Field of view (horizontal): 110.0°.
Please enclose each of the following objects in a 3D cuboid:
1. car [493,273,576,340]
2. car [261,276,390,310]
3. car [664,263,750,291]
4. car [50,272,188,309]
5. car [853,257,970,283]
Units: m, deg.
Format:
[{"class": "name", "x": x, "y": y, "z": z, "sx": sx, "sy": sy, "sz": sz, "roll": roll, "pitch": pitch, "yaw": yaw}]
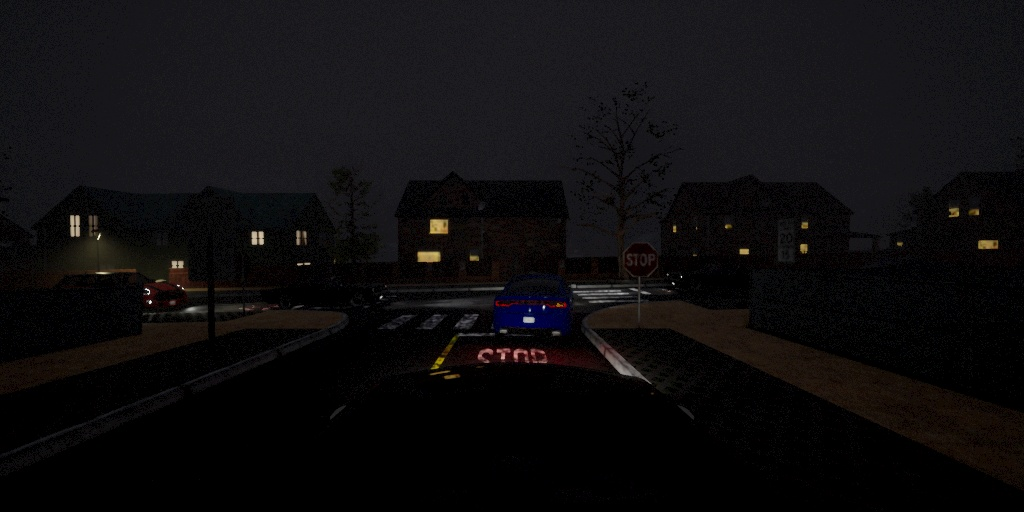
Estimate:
[{"class": "car", "x": 0.784, "y": 1.226, "z": 10.165, "sx": 1.882, "sy": 1.535, "sz": 5.008, "roll": 0, "pitch": 0, "yaw": 10}, {"class": "car", "x": -7.815, "y": 1.506, "z": 15.371, "sx": 4.718, "sy": 1.301, "sz": 1.895, "roll": -1, "pitch": 1, "yaw": 0}, {"class": "car", "x": 10.406, "y": 1.034, "z": 18.303, "sx": 4.718, "sy": 1.301, "sz": 1.895, "roll": -1, "pitch": 1, "yaw": -1}, {"class": "car", "x": -16.803, "y": 1.471, "z": 15.360, "sx": 4.553, "sy": 1.767, "sz": 2.097, "roll": -1, "pitch": 1, "yaw": 0}, {"class": "car", "x": 20.051, "y": 0.753, "z": 18.342, "sx": 5.357, "sy": 1.411, "sz": 2.033, "roll": -1, "pitch": 1, "yaw": 0}]
